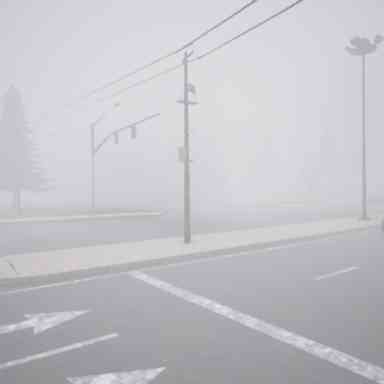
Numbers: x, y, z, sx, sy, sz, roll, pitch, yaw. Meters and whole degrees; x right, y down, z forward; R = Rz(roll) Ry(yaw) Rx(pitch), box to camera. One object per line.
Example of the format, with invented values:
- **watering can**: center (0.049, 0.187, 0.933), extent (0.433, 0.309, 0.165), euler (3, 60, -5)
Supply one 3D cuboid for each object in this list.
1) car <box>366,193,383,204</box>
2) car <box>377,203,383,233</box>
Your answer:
- **car**: center (26.378, 0.956, 47.151), extent (5.008, 1.535, 1.882), euler (-1, 0, -36)
- **car**: center (11.196, 1.365, 16.528), extent (4.181, 1.385, 1.994), euler (-1, 0, -38)
